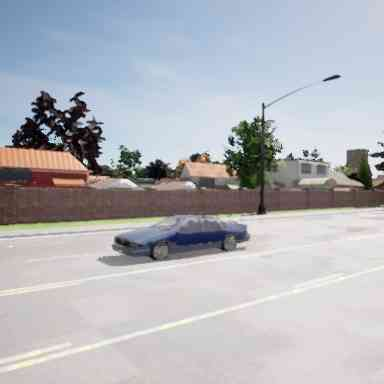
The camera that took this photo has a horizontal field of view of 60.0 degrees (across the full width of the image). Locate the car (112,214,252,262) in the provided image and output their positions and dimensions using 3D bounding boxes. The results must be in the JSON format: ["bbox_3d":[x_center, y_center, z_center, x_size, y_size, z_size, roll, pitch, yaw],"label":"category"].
[{"bbox_3d":[-0.180,1.566,12.462,5.357,1.411,2.033,0,0,-36],"label":"car"}]
